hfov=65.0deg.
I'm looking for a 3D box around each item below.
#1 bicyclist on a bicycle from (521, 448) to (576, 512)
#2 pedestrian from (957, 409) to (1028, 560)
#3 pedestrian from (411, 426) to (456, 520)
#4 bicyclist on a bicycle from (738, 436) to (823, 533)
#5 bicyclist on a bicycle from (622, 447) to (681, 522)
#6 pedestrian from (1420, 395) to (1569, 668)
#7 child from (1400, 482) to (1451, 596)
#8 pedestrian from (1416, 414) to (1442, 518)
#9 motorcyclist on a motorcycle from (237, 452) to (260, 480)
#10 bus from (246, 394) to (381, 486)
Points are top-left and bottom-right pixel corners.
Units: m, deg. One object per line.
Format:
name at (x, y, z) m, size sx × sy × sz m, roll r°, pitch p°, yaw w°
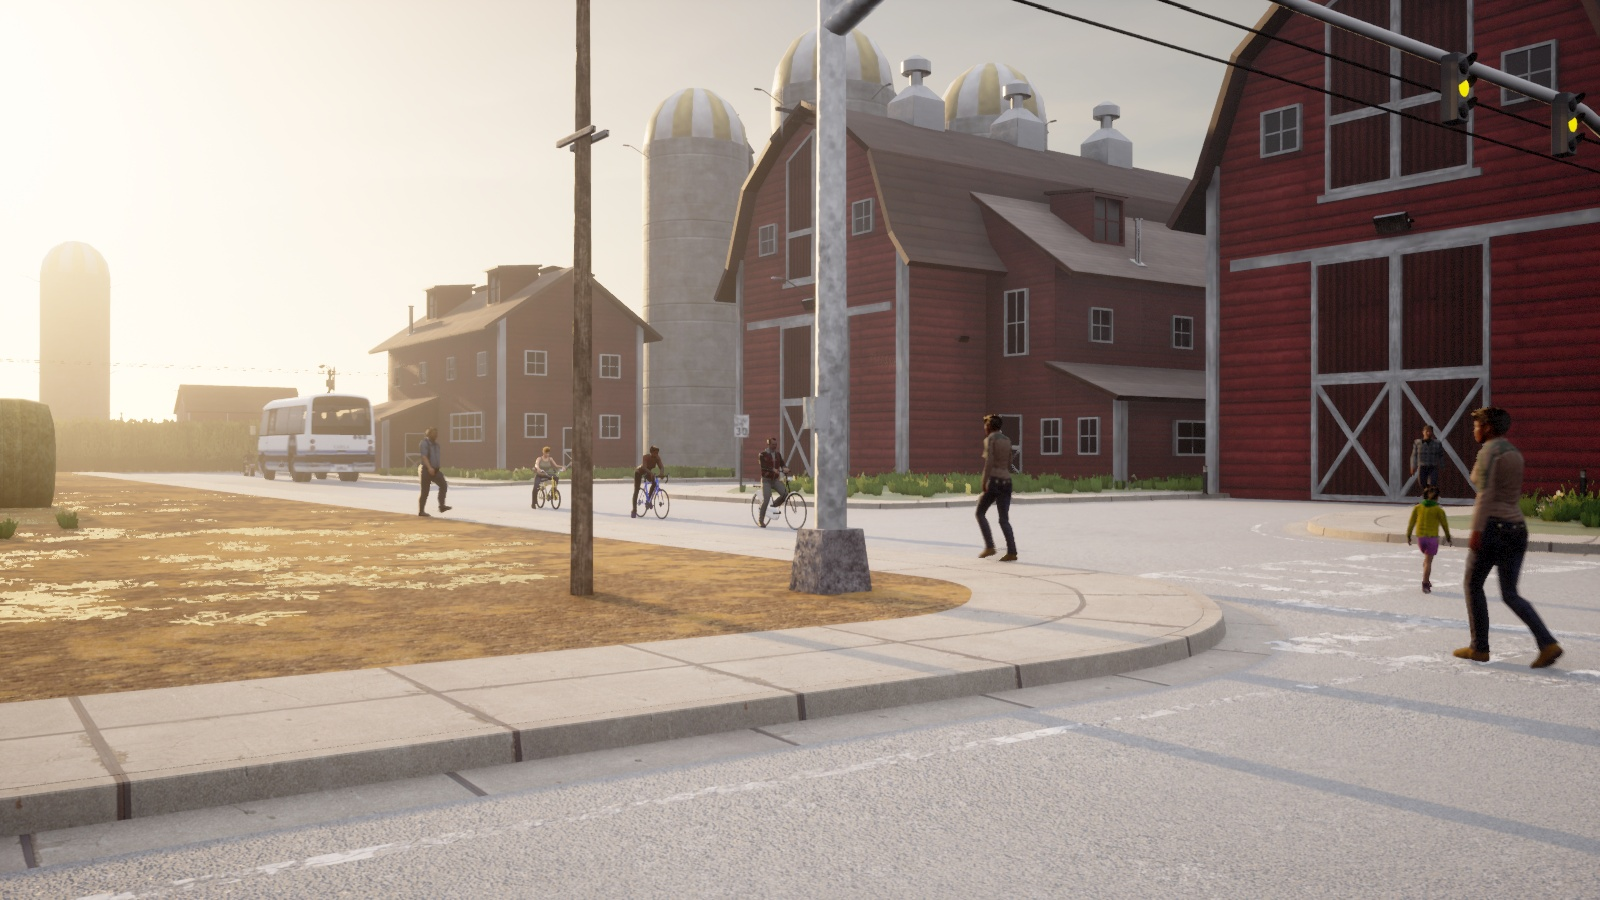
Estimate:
bicyclist on a bicycle at (-6.515, 0.748, 32.483) m, size 0.866 × 1.612 × 1.509 m, roll 0°, pitch 0°, yaw -36°
pedestrian at (2.352, 0.413, 15.396) m, size 0.328 × 1.805 × 0.869 m, roll 0°, pitch 0°, yaw -37°
pedestrian at (-7.311, 0.455, 25.042) m, size 0.694 × 1.848 × 0.540 m, roll 0°, pitch 0°, yaw 30°
bicyclist on a bicycle at (-0.399, 0.641, 24.027) m, size 0.659 × 1.776 × 1.843 m, roll -1°, pitch 0°, yaw -36°
bicyclist on a bicycle at (-3.331, 0.747, 28.083) m, size 0.582 × 1.620 × 1.656 m, roll 0°, pitch 0°, yaw -36°
pedestrian at (4.826, 0.537, 8.763) m, size 0.328 × 1.805 × 0.869 m, roll 0°, pitch 0°, yaw -27°
child at (6.566, 0.918, 13.182) m, size 0.473 × 1.160 × 0.299 m, roll 0°, pitch 0°, yaw -39°
pedestrian at (12.029, 0.298, 24.008) m, size 0.423 × 1.949 × 0.788 m, roll 0°, pitch 0°, yaw 28°
motorcyclist on a motorcycle at (-32.969, 0.922, 75.016) m, size 0.766 × 1.649 × 2.350 m, roll 0°, pitch 0°, yaw -36°
bus at (-24.920, -0.449, 63.891) m, size 3.944 × 4.253 × 10.273 m, roll 0°, pitch 0°, yaw -36°
